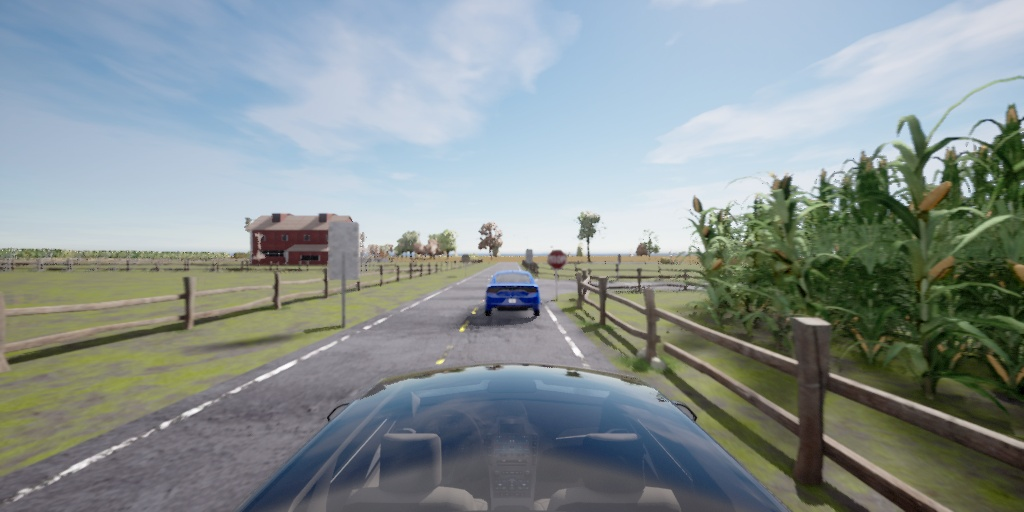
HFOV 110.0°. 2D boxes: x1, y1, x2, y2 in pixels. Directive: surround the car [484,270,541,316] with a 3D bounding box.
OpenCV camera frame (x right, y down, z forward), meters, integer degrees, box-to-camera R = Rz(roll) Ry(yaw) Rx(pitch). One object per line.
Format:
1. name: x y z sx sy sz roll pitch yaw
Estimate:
1. car: 0.032 1.284 13.809 1.882 1.535 5.008 0 0 0
